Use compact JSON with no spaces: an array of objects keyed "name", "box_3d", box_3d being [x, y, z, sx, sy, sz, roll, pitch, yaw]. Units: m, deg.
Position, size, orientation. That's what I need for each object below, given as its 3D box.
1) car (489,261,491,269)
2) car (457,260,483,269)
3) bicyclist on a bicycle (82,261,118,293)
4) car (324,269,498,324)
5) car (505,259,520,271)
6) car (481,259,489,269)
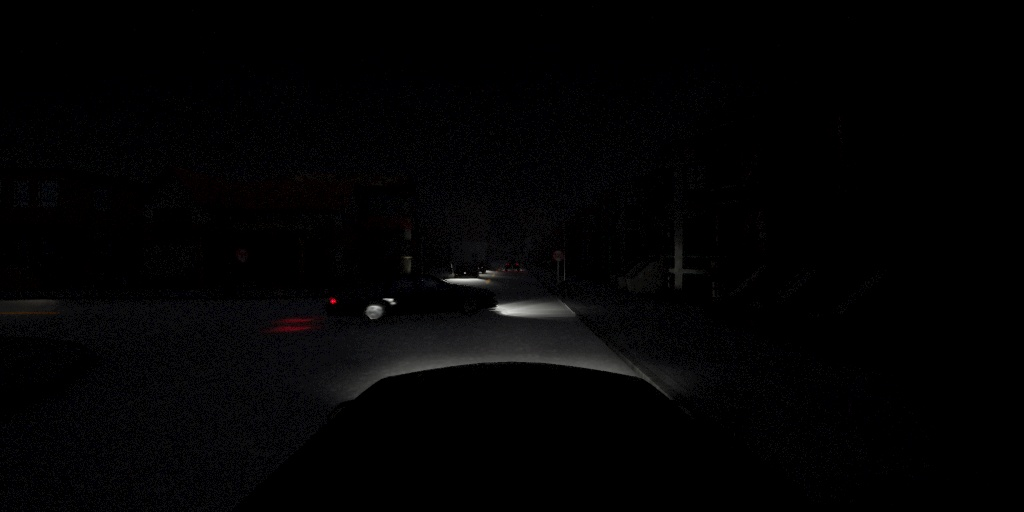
[{"name":"car","box_3d":[-4.122,1.242,52.736,2.128,1.511,4.902,0,0,0]},{"name":"car","box_3d":[-4.138,1.314,33.537,1.994,1.385,4.181,0,0,0]},{"name":"bicyclist on a bicycle","box_3d":[-21.599,1.099,18.809,0.582,1.620,1.656,0,0,0]},{"name":"car","box_3d":[-3.218,1.298,11.917,5.357,1.411,2.033,0,0,-25]},{"name":"car","box_3d":[0.049,1.276,49.577,1.812,1.442,4.674,0,0,0]},{"name":"car","box_3d":[-4.140,1.228,42.423,1.882,1.535,5.008,0,0,0]}]
